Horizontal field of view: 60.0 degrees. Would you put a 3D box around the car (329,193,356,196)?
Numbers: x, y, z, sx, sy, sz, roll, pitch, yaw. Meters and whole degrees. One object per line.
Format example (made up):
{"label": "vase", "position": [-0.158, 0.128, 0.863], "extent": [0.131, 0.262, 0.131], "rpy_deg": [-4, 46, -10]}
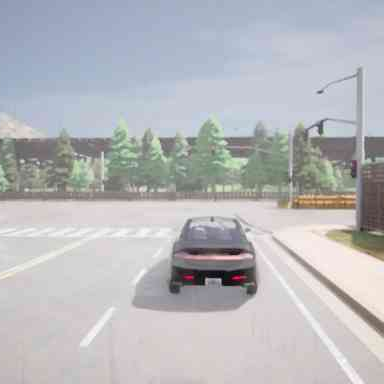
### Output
{"label": "car", "position": [18.220, 0.853, 41.394], "extent": [4.902, 1.511, 2.128], "rpy_deg": [0, 1, 2]}

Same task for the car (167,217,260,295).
{"label": "car", "position": [0.510, 1.363, 8.391], "extent": [2.128, 1.511, 4.902], "rpy_deg": [0, 1, 3]}
